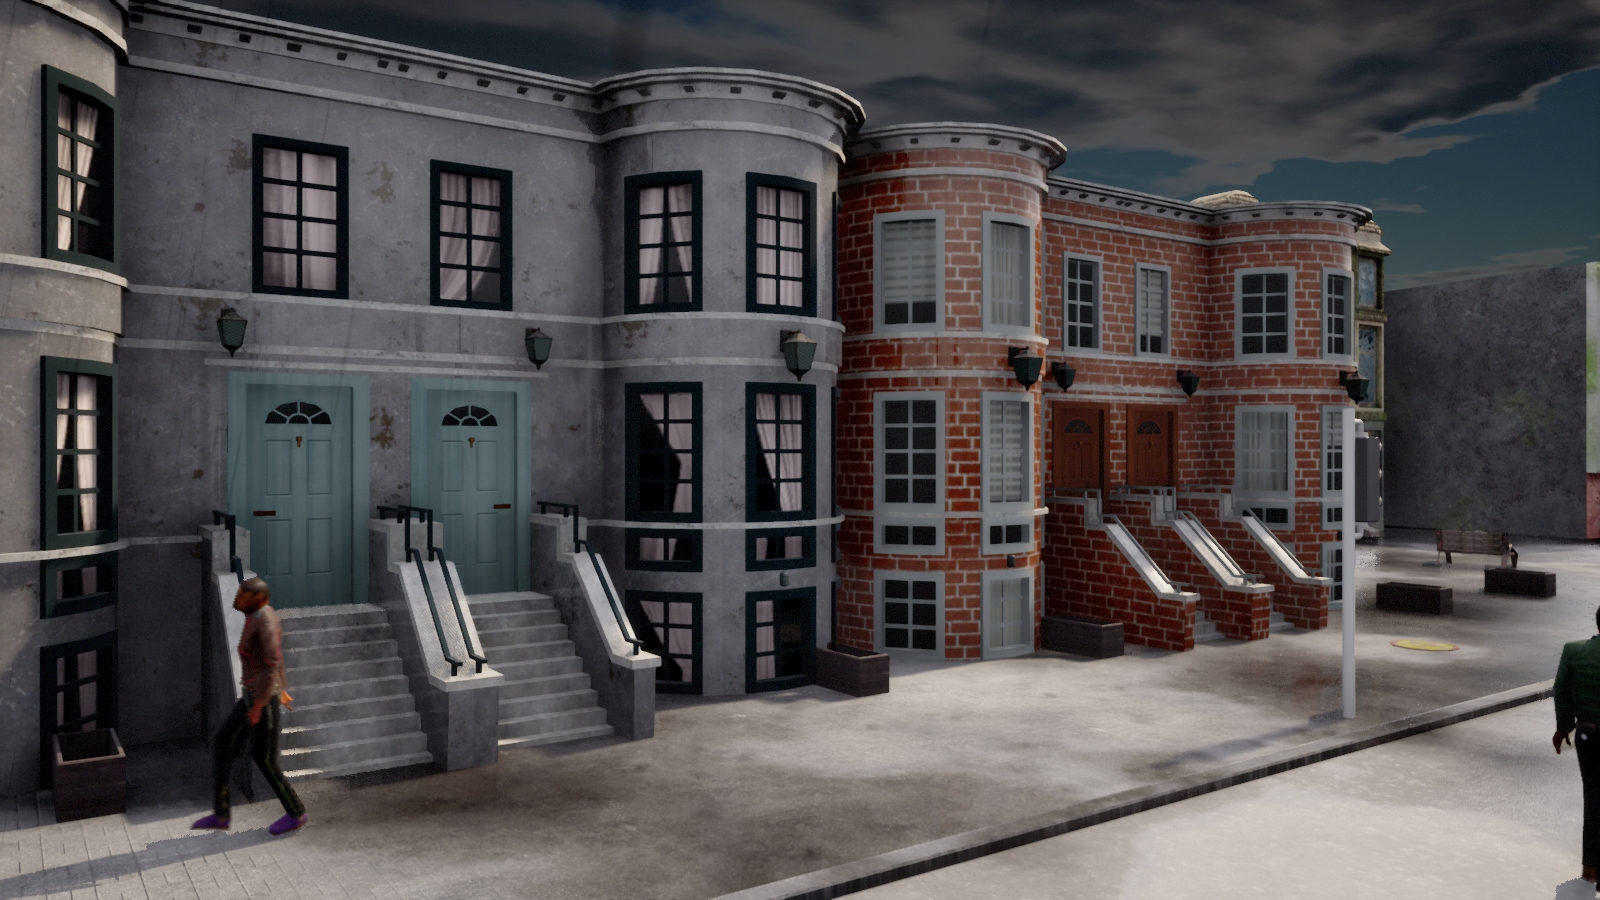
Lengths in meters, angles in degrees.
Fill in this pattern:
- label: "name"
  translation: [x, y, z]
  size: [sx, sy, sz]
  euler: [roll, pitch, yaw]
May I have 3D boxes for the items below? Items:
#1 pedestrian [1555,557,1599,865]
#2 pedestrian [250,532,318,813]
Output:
- label: "pedestrian"
  translation: [5.068, 1.628, 7.198]
  size: [0.375, 1.860, 0.375]
  euler: [0, 0, -24]
- label: "pedestrian"
  translation: [-3.605, 1.524, 7.978]
  size: [0.375, 1.860, 0.375]
  euler: [0, 0, -35]
